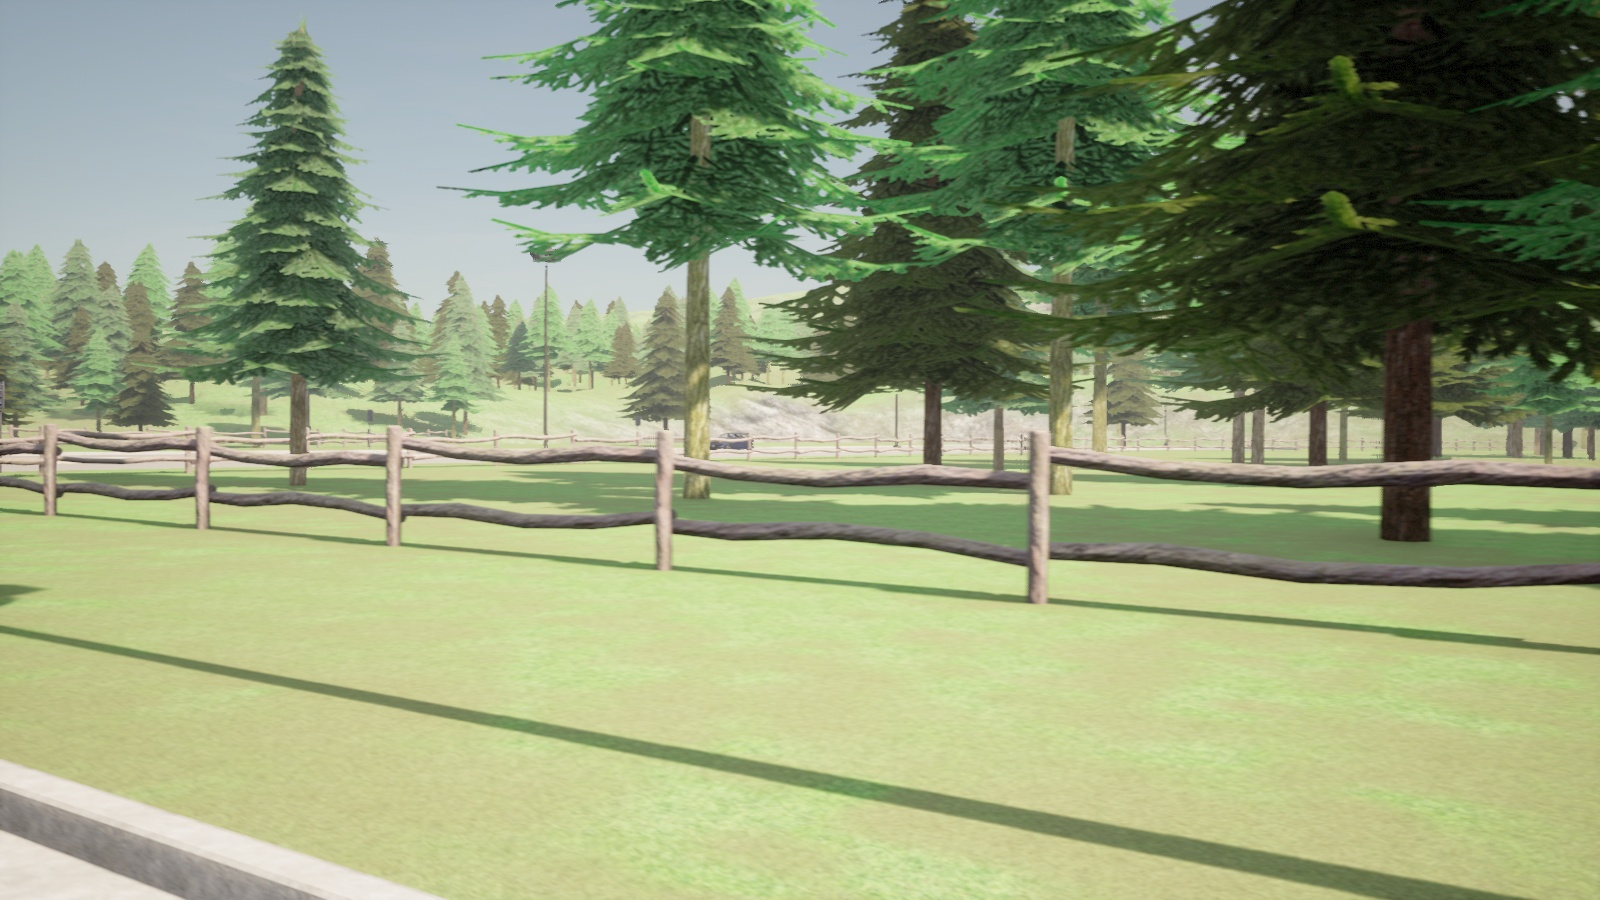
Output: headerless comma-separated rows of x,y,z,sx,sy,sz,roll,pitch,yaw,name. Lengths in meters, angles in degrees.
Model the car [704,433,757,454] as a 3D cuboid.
-5.259,-0.504,95.027,1.816,1.474,4.193,0,1,34,car
